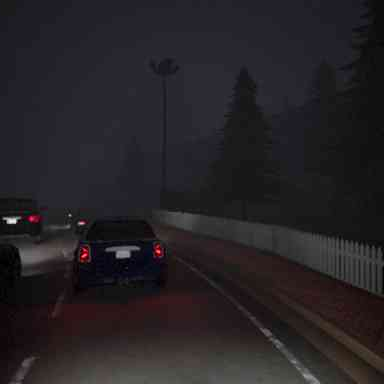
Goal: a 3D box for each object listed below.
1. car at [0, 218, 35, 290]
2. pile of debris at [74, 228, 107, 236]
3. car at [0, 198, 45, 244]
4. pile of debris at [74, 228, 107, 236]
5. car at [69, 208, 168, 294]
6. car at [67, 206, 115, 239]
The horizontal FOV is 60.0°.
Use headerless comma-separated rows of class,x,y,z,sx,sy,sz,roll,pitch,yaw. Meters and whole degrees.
car,-4.746,1.515,6.352,2.128,1.511,4.902,0,0,-14
pile of debris,-5.747,2.240,18.733,1.500,0.140,1.860,0,0,-25
car,-8.226,1.278,15.670,2.150,2.045,5.566,0,0,-24
pile of debris,-5.747,2.240,18.733,1.500,0.140,1.860,0,0,-25
car,-2.112,1.383,9.227,2.097,1.767,4.553,0,0,-17
car,-5.953,1.614,19.143,2.033,1.411,5.357,0,0,-24
